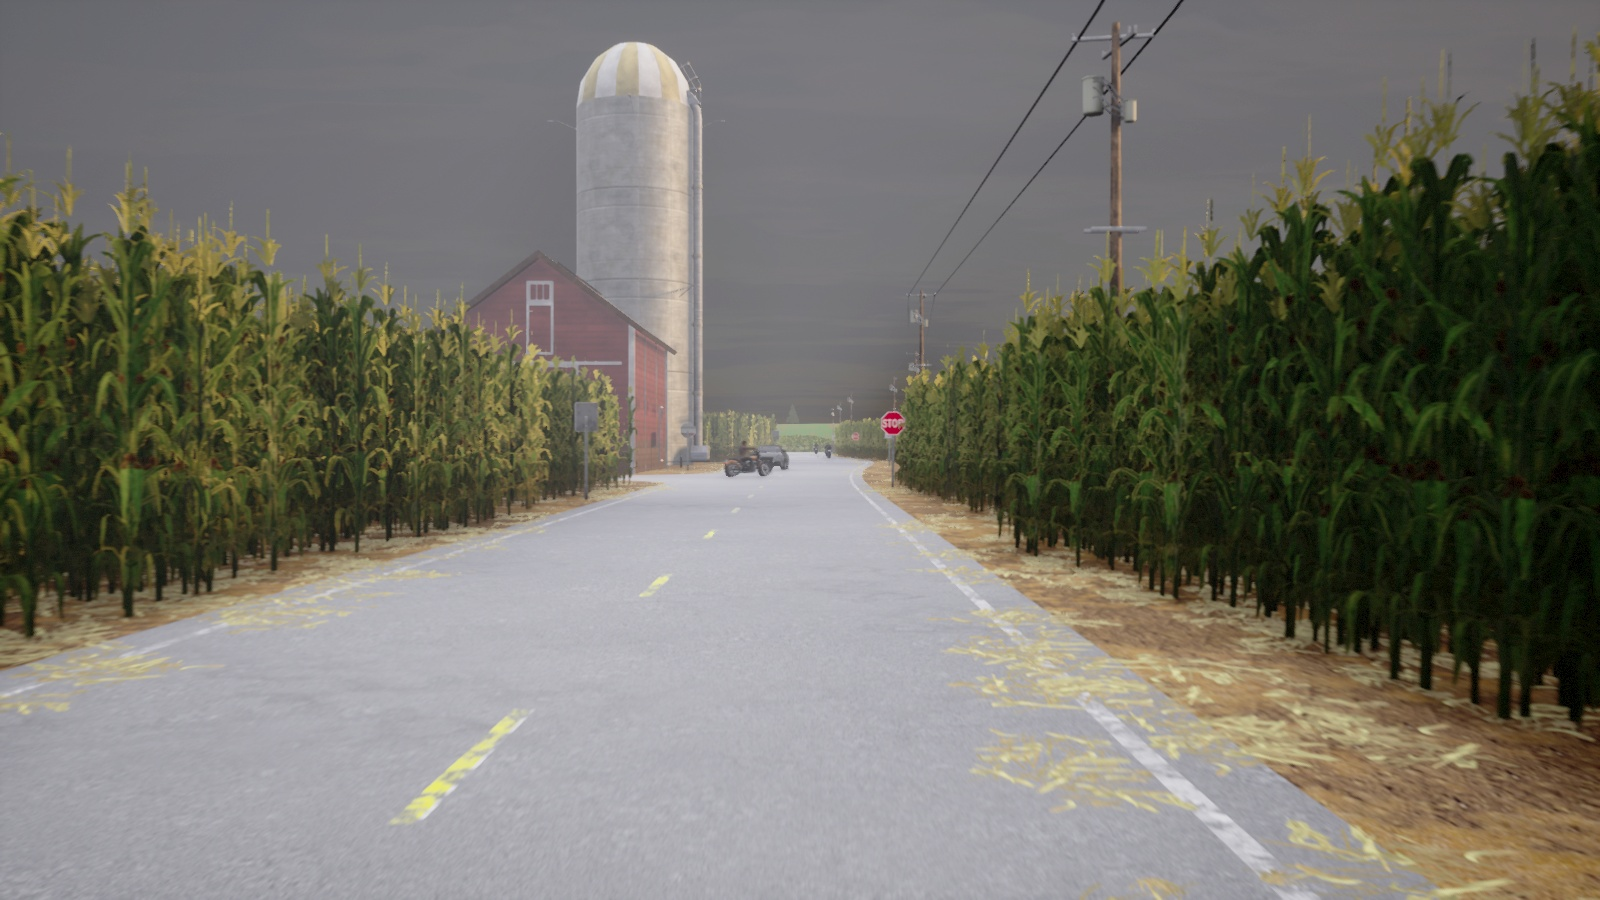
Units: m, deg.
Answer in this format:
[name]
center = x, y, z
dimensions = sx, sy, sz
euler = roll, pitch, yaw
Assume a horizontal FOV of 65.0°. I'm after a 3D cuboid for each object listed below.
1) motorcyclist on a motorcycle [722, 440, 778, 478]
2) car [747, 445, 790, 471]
[motorcyclist on a motorcycle]
center = -2.173, 0.388, 54.541
dimensions = 2.350, 1.649, 0.766
euler = 0, -1, -31
[car]
center = -1.719, 0.414, 70.079
dimensions = 1.994, 1.385, 4.181
euler = 0, 0, 4
